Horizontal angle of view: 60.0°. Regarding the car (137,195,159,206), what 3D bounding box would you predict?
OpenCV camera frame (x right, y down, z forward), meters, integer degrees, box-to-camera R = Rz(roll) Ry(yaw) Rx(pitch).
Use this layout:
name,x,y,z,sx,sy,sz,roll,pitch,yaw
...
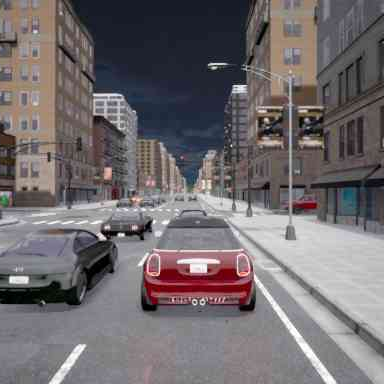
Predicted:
name,x,y,z,sx,sy,sz,roll,pitch,yaw
car,-6.456,1.556,49.313,1.994,1.385,4.181,0,0,0

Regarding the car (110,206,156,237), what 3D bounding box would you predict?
name,x,y,z,sx,sy,sz,roll,pitch,yaw
car,-3.104,1.600,16.860,1.895,1.301,4.718,0,0,0

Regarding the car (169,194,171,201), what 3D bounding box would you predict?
name,x,y,z,sx,sy,sz,roll,pitch,yaw
car,-6.269,1.259,81.656,2.097,1.767,4.553,0,0,0

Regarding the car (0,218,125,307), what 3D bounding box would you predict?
name,x,y,z,sx,sy,sz,roll,pitch,yaw
car,-3.127,1.563,8.035,1.994,1.385,4.181,0,0,0

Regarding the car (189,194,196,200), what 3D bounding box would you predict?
name,x,y,z,sx,sy,sz,roll,pitch,yaw
car,0.250,1.370,88.245,1.812,1.442,4.674,0,0,0

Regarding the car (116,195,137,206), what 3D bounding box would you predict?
name,x,y,z,sx,sy,sz,roll,pitch,yaw
car,-9.713,1.556,48.701,1.994,1.385,4.181,0,0,0

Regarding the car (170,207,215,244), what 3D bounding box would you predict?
name,x,y,z,sx,sy,sz,roll,pitch,yaw
car,0.057,1.563,16.623,1.994,1.385,4.181,0,0,1

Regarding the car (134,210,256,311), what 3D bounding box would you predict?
name,x,y,z,sx,sy,sz,roll,pitch,yaw
car,0.122,1.352,7.921,2.097,1.767,4.553,0,0,0

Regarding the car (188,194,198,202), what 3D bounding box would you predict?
name,x,y,z,sx,sy,sz,roll,pitch,yaw
car,0.221,1.333,78.212,2.097,1.767,4.553,0,0,0

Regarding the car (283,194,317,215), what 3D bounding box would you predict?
name,x,y,z,sx,sy,sz,roll,pitch,yaw
car,12.362,1.256,34.432,5.566,2.045,2.150,0,0,0

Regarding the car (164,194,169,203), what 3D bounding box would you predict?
name,x,y,z,sx,sy,sz,roll,pitch,yaw
car,-6.320,1.488,68.123,1.837,1.490,4.892,0,0,0

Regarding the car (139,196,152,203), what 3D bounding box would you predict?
name,x,y,z,sx,sy,sz,roll,pitch,yaw
car,-9.555,1.531,68.899,2.033,1.411,5.357,0,0,0

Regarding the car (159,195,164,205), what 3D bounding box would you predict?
name,x,y,z,sx,sy,sz,roll,pitch,yaw
car,-6.418,1.553,57.711,1.994,1.385,4.181,0,0,0

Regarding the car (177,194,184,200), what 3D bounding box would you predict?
name,x,y,z,sx,sy,sz,roll,pitch,yaw
car,-3.001,1.370,88.254,1.812,1.442,4.674,0,0,0

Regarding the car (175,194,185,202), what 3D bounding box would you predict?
name,x,y,z,sx,sy,sz,roll,pitch,yaw
car,-3.029,1.530,78.251,1.994,1.385,4.181,0,0,0
